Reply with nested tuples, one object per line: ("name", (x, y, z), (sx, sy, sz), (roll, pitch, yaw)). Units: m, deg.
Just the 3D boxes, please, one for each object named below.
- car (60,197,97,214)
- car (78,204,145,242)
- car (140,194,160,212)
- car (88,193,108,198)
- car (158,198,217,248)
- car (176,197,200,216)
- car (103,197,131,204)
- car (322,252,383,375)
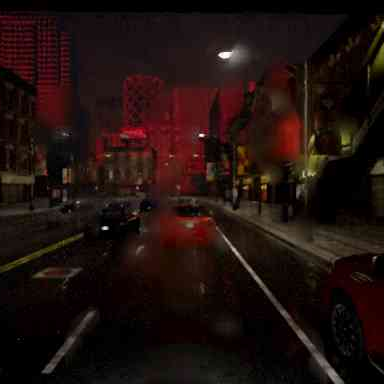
("car", (-11.090, 1.407, 32.334), (1.895, 1.301, 4.718), (0, 0, -1))
("car", (-3.638, 1.466, 15.813), (1.994, 1.385, 4.181), (0, 0, -1))
("car", (-3.898, 1.272, 32.390), (1.882, 1.535, 5.008), (0, 0, -1))
("car", (-25.366, 1.045, 90.544), (4.718, 1.301, 1.895), (0, 0, 29))
("car", (-0.119, 1.257, 14.441), (2.097, 1.767, 4.553), (0, 0, -1))
("car", (-0.376, 1.290, 30.894), (2.128, 1.511, 4.902), (0, 0, -1))
("car", (-7.627, 1.386, 34.717), (1.895, 1.301, 4.718), (0, 0, -1))
("car", (3.028, 1.206, 2.560), (2.435, 2.045, 5.566), (0, 0, -1))
